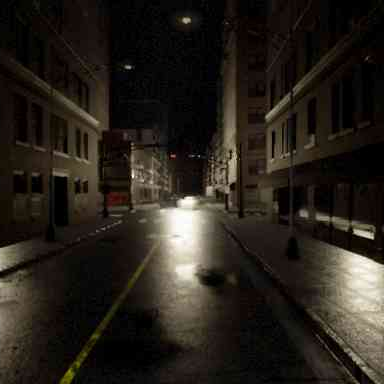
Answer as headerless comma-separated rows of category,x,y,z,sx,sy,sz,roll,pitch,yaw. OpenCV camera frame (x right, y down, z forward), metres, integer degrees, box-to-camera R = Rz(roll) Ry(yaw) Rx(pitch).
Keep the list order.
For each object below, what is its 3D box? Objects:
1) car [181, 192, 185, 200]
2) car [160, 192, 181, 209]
car,-2.949,1.085,87.165,2.150,2.045,5.566,0,0,0
car,-2.974,1.275,44.348,2.150,2.045,5.566,0,2,0
